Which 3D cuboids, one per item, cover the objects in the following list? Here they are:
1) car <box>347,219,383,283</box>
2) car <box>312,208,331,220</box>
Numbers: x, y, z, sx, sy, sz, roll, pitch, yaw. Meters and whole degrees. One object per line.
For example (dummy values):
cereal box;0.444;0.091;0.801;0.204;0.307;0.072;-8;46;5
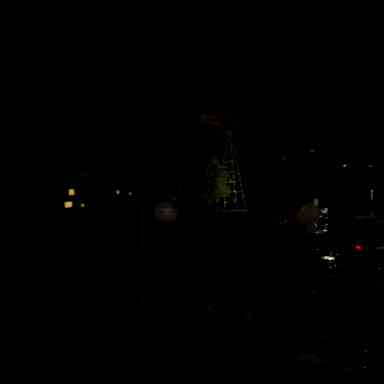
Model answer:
car;5.989;1.612;10.259;2.097;1.767;4.553;-2;-2;26
car;16.442;2.739;42.234;2.128;1.511;4.902;-2;-2;23
